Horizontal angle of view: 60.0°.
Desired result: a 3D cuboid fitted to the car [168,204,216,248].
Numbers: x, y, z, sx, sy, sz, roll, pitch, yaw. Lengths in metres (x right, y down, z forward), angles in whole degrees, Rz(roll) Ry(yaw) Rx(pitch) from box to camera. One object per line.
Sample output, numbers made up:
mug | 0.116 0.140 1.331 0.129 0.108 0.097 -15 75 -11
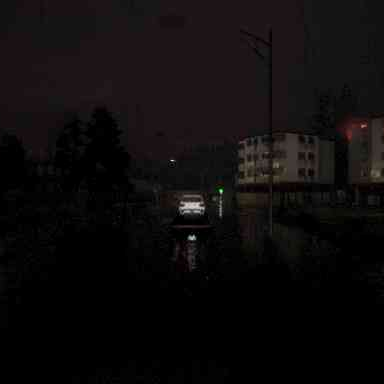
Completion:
car | 0.000 1.493 14.650 2.128 1.511 4.902 0 0 0

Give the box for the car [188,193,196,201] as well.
car | 0.000 1.215 84.143 2.150 2.045 5.566 0 0 0

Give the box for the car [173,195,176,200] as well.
car | -4.000 1.434 89.419 1.882 1.535 5.008 0 0 0

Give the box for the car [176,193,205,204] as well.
car | 0.000 1.256 29.680 2.150 2.045 5.566 0 0 0
